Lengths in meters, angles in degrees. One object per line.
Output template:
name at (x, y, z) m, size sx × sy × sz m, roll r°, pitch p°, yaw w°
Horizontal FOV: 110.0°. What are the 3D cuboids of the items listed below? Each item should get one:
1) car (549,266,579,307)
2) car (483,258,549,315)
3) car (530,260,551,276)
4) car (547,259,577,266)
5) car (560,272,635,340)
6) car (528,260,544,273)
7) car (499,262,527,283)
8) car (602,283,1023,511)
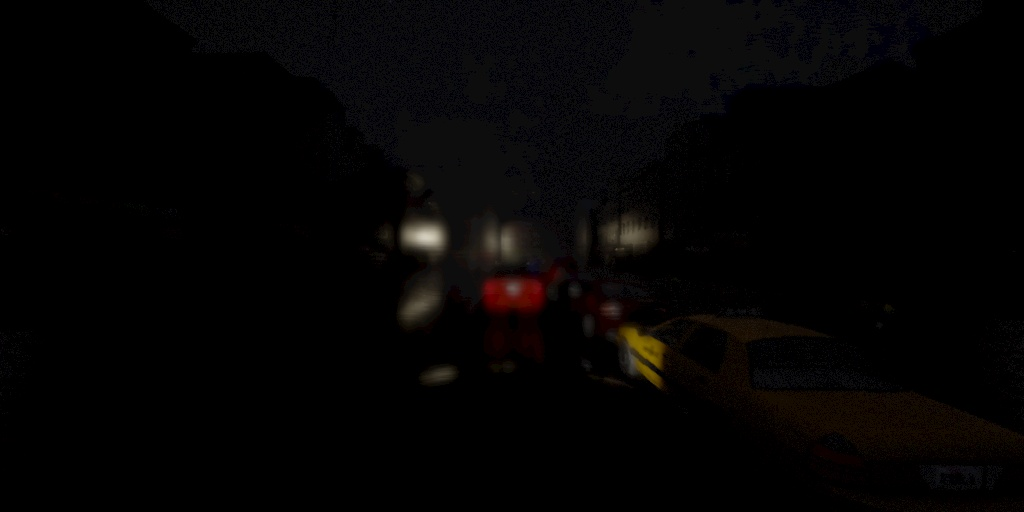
car at (2.642, 1.300, 15.209) m, size 2.007 × 1.370 × 4.403 m, roll 0°, pitch 0°, yaw 0°
car at (0.073, 1.100, 13.800) m, size 2.097 × 1.767 × 4.553 m, roll 0°, pitch 0°, yaw 0°
car at (3.025, 1.256, 39.391) m, size 1.882 × 1.535 × 5.008 m, roll 0°, pitch 0°, yaw 0°
car at (2.644, 1.066, 20.683) m, size 2.192 × 1.841 × 5.009 m, roll 0°, pitch 0°, yaw 0°
car at (2.641, 1.294, 9.736) m, size 1.888 × 1.381 × 4.507 m, roll 0°, pitch 0°, yaw 0°
car at (3.035, 1.322, 46.391) m, size 1.812 × 1.442 × 4.674 m, roll 0°, pitch 0°, yaw 0°
car at (0.078, 1.252, 29.120) m, size 2.128 × 1.511 × 4.902 m, roll 0°, pitch 0°, yaw 0°
car at (2.640, 1.274, 4.431) m, size 1.751 × 1.417 × 4.829 m, roll 0°, pitch 0°, yaw 0°
